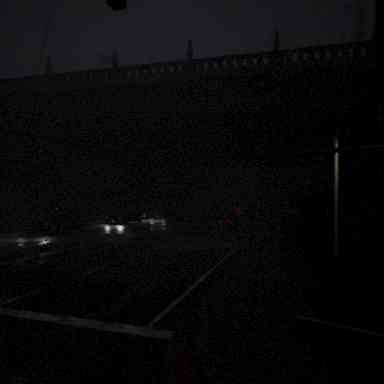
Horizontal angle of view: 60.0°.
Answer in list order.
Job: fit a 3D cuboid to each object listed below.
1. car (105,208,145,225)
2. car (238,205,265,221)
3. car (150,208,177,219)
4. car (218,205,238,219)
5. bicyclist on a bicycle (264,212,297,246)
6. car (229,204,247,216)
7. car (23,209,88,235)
[{"bbox_3d":[-6.246,2.268,31.782,2.033,1.411,5.357,1,-1,16],"label":"car"},{"bbox_3d":[7.374,2.526,40.663,2.097,1.767,4.553,1,-1,17],"label":"car"},{"bbox_3d":[-3.455,2.604,41.389,1.895,1.301,4.718,1,-1,16],"label":"car"},{"bbox_3d":[4.746,2.811,44.012,1.895,1.301,4.718,1,-1,16],"label":"car"},{"bbox_3d":[4.414,1.831,16.419,1.656,1.620,0.582,0,-2,16],"label":"bicyclist on a bicycle"},{"bbox_3d":[7.456,2.840,53.475,2.097,1.767,4.553,1,-1,16],"label":"car"},{"bbox_3d":[-8.963,1.920,22.314,1.882,1.535,5.008,1,-1,16],"label":"car"}]
